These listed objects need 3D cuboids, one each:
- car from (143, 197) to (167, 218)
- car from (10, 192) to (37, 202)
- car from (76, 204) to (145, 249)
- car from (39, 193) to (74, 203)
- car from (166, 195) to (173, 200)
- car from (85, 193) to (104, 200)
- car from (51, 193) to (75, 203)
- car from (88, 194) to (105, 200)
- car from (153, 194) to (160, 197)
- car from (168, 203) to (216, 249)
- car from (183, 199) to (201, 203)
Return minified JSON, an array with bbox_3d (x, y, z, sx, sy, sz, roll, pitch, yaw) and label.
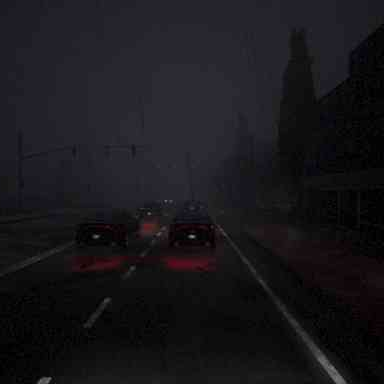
[{"bbox_3d":[-3.518,1.515,29.665,1.837,1.490,4.892,0,0,0],"label":"car"},{"bbox_3d":[-42.453,1.151,83.893,4.605,1.855,1.932,0,0,0],"label":"car"},{"bbox_3d":[-3.500,1.484,14.650,1.882,1.535,5.008,0,0,0],"label":"car"},{"bbox_3d":[-24.966,1.151,61.383,4.605,1.855,1.932,0,0,0],"label":"car"},{"bbox_3d":[-6.386,1.555,91.945,1.895,1.301,4.718,0,0,2],"label":"car"},{"bbox_3d":[-24.932,1.154,83.901,3.866,1.878,1.905,0,0,0],"label":"car"},{"bbox_3d":[-24.909,1.154,64.277,3.866,1.878,1.905,0,0,0],"label":"car"},{"bbox_3d":[-24.919,1.394,86.796,3.806,1.475,1.970,0,0,0],"label":"car"},{"bbox_3d":[-9.884,1.460,92.067,1.837,1.490,4.892,0,0,2],"label":"car"},{"bbox_3d":[0.000,1.484,14.650,1.882,1.535,5.008,0,0,0],"label":"car"},{"bbox_3d":[-0.018,1.365,29.664,2.097,1.767,4.553,0,0,0],"label":"car"}]
